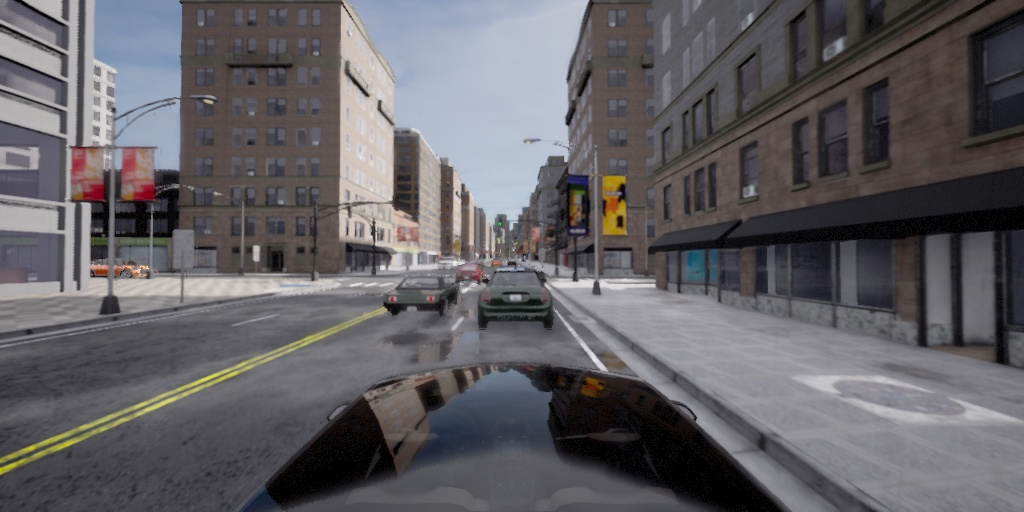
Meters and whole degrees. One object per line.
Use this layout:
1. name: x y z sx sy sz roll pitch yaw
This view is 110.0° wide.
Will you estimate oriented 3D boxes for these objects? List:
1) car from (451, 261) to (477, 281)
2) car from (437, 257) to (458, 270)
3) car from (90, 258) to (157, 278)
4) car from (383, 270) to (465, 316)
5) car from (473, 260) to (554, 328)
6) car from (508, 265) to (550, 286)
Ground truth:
1. car: -3.157 1.355 27.345 1.812 1.442 4.674 0 0 0
2. car: -9.829 1.118 54.899 2.150 2.045 5.566 0 0 1
3. car: -32.939 1.049 30.296 4.553 1.767 2.097 0 -1 0
4. car: -3.152 1.390 13.547 1.895 1.301 4.718 0 0 0
5. car: 0.097 1.135 11.614 2.097 1.767 4.553 0 0 0
6. car: 1.345 1.387 26.787 1.994 1.385 4.181 0 0 20
